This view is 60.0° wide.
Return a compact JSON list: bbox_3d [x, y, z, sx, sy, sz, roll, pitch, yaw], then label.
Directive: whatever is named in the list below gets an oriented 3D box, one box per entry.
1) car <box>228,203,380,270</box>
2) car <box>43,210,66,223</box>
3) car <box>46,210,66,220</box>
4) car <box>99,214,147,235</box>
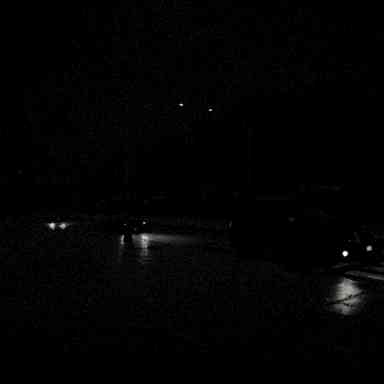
[{"bbox_3d":[3.707,1.422,12.241,2.150,2.045,5.566,0,-2,-36],"label":"car"},{"bbox_3d":[-17.155,3.127,41.442,1.994,1.385,4.181,0,-2,-35],"label":"car"},{"bbox_3d":[-21.534,3.597,52.478,1.994,1.385,4.181,0,-2,-36],"label":"car"},{"bbox_3d":[-5.164,2.327,24.609,1.895,1.301,4.718,0,-2,-36],"label":"car"}]
